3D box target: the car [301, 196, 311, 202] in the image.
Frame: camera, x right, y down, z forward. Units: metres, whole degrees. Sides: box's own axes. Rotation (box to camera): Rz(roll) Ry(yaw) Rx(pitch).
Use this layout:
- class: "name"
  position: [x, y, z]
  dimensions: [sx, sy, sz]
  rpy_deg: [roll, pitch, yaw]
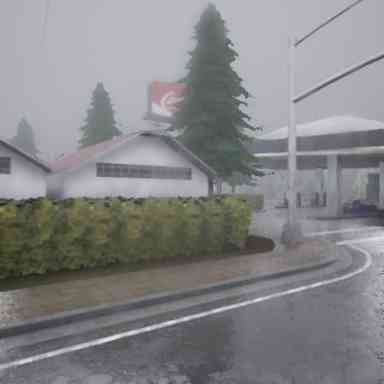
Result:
- class: "car"
  position: [30.498, 1.763, 87.735]
  dimensions: [2.152, 1.636, 5.027]
  rpy_deg: [0, 0, -36]

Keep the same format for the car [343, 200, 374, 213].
- class: "car"
  position: [19.389, 1.697, 38.251]
  dimensions: [4.611, 1.667, 2.242]
  rpy_deg: [0, 0, -36]

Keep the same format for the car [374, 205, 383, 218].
- class: "car"
  position: [19.221, 1.505, 31.121]
  dimensions: [3.866, 1.878, 1.905]
  rpy_deg: [0, 0, -36]
